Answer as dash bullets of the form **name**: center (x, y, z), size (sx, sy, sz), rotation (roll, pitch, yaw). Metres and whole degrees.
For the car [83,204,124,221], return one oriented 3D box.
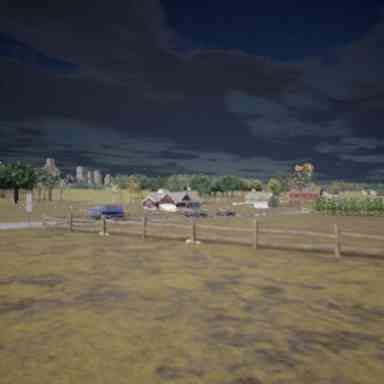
- **car**: center (-11.273, 2.608, 42.827), size (2.150, 2.045, 5.566), rotation (0, -2, 35)

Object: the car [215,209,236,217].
- **car**: center (6.338, 3.909, 62.537), size (2.033, 1.411, 5.357), rotation (0, -2, 36)

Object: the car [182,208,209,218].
- **car**: center (0.610, 3.540, 54.443), size (2.033, 1.411, 5.357), rotation (0, -2, 36)

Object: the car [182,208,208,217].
- **car**: center (0.642, 3.639, 59.304), size (2.128, 1.511, 4.902), rotation (0, -2, 36)
